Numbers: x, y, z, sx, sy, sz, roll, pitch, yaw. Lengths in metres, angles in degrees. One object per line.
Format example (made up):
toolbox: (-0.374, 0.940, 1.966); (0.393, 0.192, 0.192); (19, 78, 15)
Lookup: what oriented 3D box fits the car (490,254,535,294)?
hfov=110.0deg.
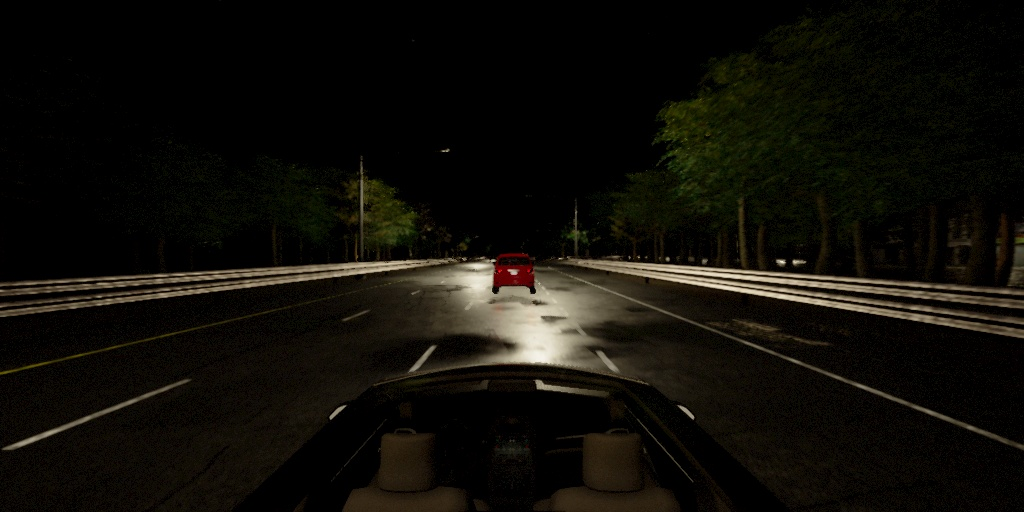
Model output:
car: (0.115, 0.912, 20.068); (2.150, 2.045, 5.566); (0, 0, 0)
